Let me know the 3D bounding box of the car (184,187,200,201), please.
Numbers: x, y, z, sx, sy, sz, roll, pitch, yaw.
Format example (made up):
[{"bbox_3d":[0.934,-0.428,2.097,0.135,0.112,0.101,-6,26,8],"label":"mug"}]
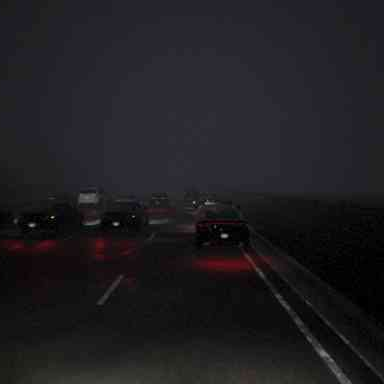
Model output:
[{"bbox_3d":[0.010,0.274,48.928,2.150,2.045,5.566,0,1,0],"label":"car"}]

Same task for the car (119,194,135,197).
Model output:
[{"bbox_3d":[-6.893,0.909,35.675,1.895,1.301,4.718,0,1,0],"label":"car"}]

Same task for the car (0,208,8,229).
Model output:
[{"bbox_3d":[-10.397,1.185,15.709,2.128,1.511,4.902,0,1,0],"label":"car"}]

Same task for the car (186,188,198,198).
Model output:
[{"bbox_3d":[0.013,0.118,63.817,2.097,1.767,4.553,0,1,0],"label":"car"}]

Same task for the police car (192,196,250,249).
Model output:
[{"bbox_3d":[1.053,1.164,13.364,1.930,1.638,5.238,0,1,0],"label":"police car"}]

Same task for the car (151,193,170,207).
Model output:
[{"bbox_3d":[-3.392,0.809,35.233,2.128,1.511,4.902,0,1,0],"label":"car"}]

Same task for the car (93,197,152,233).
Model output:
[{"bbox_3d":[-3.396,1.192,17.156,1.812,1.442,4.674,0,1,0],"label":"car"}]

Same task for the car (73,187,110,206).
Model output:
[{"bbox_3d":[-10.392,0.531,35.618,2.150,2.045,5.566,0,1,0],"label":"car"}]

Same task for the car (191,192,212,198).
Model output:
[{"bbox_3d":[1.055,1.000,23.443,1.801,1.575,5.366,0,1,0],"label":"car"}]

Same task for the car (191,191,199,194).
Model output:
[{"bbox_3d":[1.056,0.938,29.253,1.837,1.490,4.892,0,1,0],"label":"car"}]

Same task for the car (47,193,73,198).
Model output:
[{"bbox_3d":[-13.893,0.798,35.749,2.128,1.511,4.902,0,1,0],"label":"car"}]

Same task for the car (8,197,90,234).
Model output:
[{"bbox_3d":[-6.896,1.201,16.674,1.812,1.442,4.674,0,1,0],"label":"car"}]
